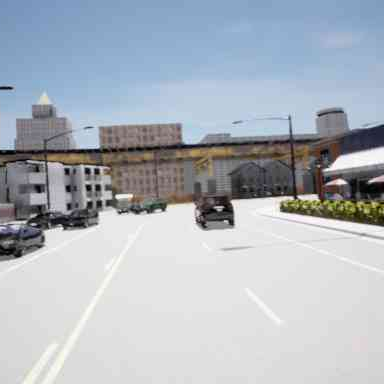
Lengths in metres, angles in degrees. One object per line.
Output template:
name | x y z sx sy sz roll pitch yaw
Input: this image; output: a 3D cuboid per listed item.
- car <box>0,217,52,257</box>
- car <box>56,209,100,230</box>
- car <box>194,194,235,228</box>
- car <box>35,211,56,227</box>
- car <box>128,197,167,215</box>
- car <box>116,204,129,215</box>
car | -8.434 2.197 15.529 1.994 1.385 4.181 -4 0 -4
car | -9.361 2.229 28.278 1.882 1.535 5.008 -4 0 0
car | 1.446 1.229 22.954 2.150 2.045 5.566 -4 0 -5
car | -12.836 2.494 29.551 1.837 1.490 4.892 -5 0 2
car | -5.466 1.767 44.297 2.150 2.045 5.566 -4 0 29
car | -8.424 2.269 46.141 1.837 1.490 4.892 -4 0 29
